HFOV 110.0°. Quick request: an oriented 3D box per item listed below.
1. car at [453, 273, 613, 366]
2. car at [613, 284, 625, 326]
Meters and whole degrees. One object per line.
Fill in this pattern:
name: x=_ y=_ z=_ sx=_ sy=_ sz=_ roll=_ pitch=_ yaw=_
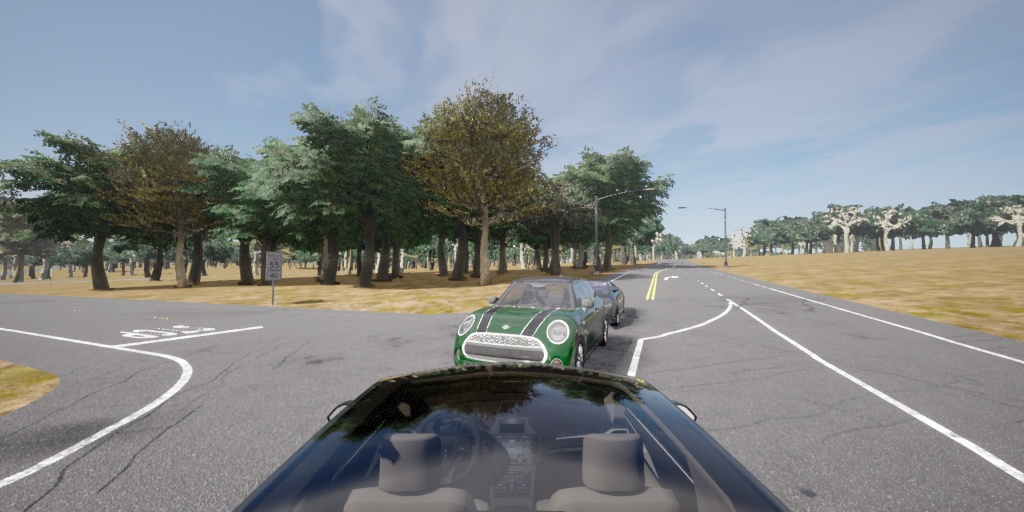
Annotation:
car: x=0.678 y=1.222 z=7.468 sx=2.097 sy=1.767 sz=4.553 roll=-1 pitch=-2 yaw=22
car: x=2.901 y=1.554 z=12.901 sx=1.994 sy=1.385 sz=4.181 roll=-2 pitch=0 yaw=22
